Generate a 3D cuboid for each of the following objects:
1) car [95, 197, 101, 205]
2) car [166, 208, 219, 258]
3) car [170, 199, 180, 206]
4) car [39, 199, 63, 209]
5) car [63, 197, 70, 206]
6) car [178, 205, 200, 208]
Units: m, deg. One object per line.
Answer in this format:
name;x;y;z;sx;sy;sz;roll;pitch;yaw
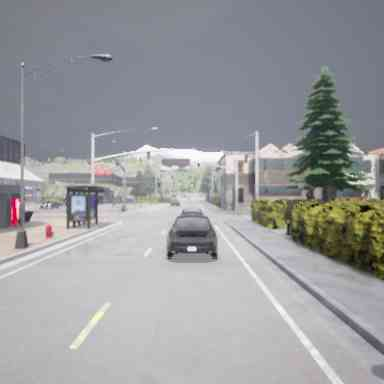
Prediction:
car;-22.632;2.098;77.717;1.905;1.878;3.866;0;-1;0
car;0.017;1.652;13.488;1.837;1.490;4.892;0;0;0
car;-3.505;2.223;69.795;1.882;1.535;5.008;0;-1;0
car;-22.570;1.988;52.789;1.970;1.475;3.806;0;-1;0
car;-25.896;2.035;69.840;1.932;1.855;4.605;0;-1;0
car;0.014;1.919;28.245;1.895;1.301;4.718;0;-1;0
